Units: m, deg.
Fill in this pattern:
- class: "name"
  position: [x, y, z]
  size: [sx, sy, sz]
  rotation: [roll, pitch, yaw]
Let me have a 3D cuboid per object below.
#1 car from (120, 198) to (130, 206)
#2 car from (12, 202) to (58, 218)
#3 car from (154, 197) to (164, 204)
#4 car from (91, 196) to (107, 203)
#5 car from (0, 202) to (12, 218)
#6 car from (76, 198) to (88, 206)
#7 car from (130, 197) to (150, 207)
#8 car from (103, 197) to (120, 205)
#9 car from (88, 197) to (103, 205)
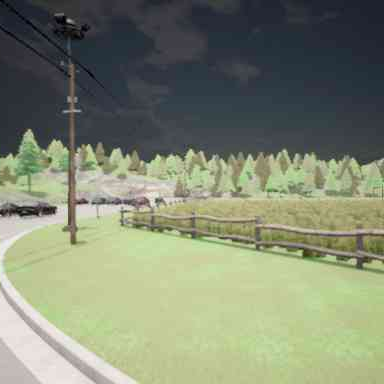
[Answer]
- class: "car"
  position: [-12.185, 1.873, 66.340]
  size: [1.882, 1.535, 5.008]
  rotation: [0, 0, 6]
- class: "car"
  position: [-15.368, 1.725, 33.498]
  size: [1.882, 1.535, 5.008]
  rotation: [0, 0, 6]
- class: "car"
  position: [-7.599, 1.926, 77.018]
  size: [1.837, 1.490, 4.892]
  rotation: [0, 0, 6]
- class: "car"
  position: [-21.596, 1.812, 77.753]
  size: [1.882, 1.535, 5.008]
  rotation: [0, 0, 6]
- class: "car"
  position: [-18.847, 1.794, 33.886]
  size: [1.812, 1.442, 4.674]
  rotation: [0, -1, 6]
- class: "car"
  position: [-22.632, 1.915, 67.385]
  size: [1.882, 1.535, 5.008]
  rotation: [0, 0, 6]
- class: "car"
  position: [-9.128, 1.705, 60.747]
  size: [2.097, 1.767, 4.553]
  rotation: [0, 0, 6]
- class: "car"
  position: [-15.615, 1.770, 67.212]
  size: [2.097, 1.767, 4.553]
  rotation: [0, 0, 6]
- class: "car"
  position: [-19.025, 1.988, 68.280]
  size: [1.994, 1.385, 4.181]
  rotation: [0, 0, 6]
